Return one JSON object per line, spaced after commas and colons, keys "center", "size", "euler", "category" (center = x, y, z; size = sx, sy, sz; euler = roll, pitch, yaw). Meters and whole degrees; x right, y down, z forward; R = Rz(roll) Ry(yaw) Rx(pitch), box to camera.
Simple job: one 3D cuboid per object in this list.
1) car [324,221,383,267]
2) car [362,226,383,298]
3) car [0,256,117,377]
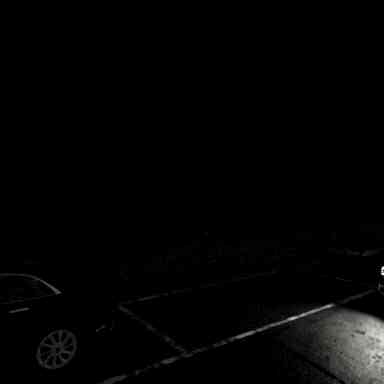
{"center": [5.882, 1.581, 10.357], "size": [4.206, 1.307, 1.802], "euler": [0, 0, -35], "category": "car"}
{"center": [5.881, 1.504, 7.120], "size": [4.892, 1.490, 1.837], "euler": [0, 0, -35], "category": "car"}
{"center": [-3.119, 1.551, 3.968], "size": [4.403, 1.369, 2.008], "euler": [0, 0, -35], "category": "car"}
